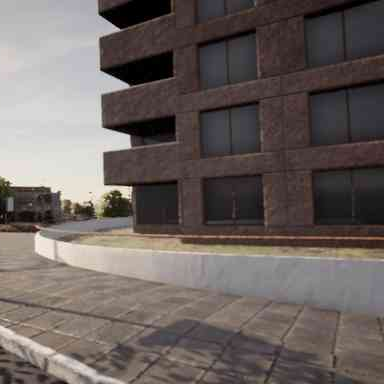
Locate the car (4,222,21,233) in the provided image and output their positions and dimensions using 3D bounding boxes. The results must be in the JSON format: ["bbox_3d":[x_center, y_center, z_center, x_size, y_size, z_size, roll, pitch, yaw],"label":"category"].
[{"bbox_3d":[-33.713,6.417,58.584,5.366,1.575,1.946,-1,-6,6],"label":"car"}]

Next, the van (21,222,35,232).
[{"bbox_3d":[-32.089,6.486,61.285,4.442,1.987,1.878,-2,-7,6],"label":"van"}]

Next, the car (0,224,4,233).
[{"bbox_3d":[-34.856,6.158,55.860,4.674,1.452,2.002,-2,-7,6],"label":"car"}]

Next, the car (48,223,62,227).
[{"bbox_3d":[-29.546,7.310,66.669,4.892,1.521,2.231,-2,-6,6],"label":"car"}]

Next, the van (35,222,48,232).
[{"bbox_3d":[-30.764,6.785,63.992,4.442,1.987,1.878,-1,-7,6],"label":"van"}]
